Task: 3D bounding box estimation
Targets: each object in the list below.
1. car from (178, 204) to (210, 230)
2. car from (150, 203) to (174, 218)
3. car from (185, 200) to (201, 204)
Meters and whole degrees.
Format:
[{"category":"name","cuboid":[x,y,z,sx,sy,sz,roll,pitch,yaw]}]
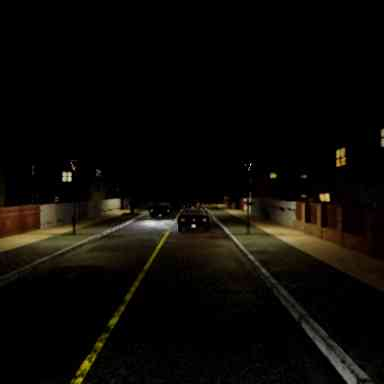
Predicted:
[{"category":"car","cuboid":[0.100,1.666,21.380,1.895,1.301,4.718,0,0,0]},{"category":"car","cuboid":[-2.749,1.704,30.943,1.895,1.301,4.718,0,0,0]},{"category":"car","cuboid":[0.102,1.675,41.192,1.812,1.442,4.674,0,0,0]}]
